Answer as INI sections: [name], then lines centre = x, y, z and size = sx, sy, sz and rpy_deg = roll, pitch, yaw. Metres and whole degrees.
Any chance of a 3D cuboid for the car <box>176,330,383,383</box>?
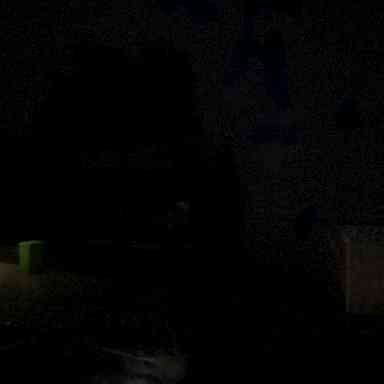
[car]
centre = 2.070, 1.705, 2.203
size = 4.674, 1.442, 1.812
rpy_deg = 1, -3, 23
